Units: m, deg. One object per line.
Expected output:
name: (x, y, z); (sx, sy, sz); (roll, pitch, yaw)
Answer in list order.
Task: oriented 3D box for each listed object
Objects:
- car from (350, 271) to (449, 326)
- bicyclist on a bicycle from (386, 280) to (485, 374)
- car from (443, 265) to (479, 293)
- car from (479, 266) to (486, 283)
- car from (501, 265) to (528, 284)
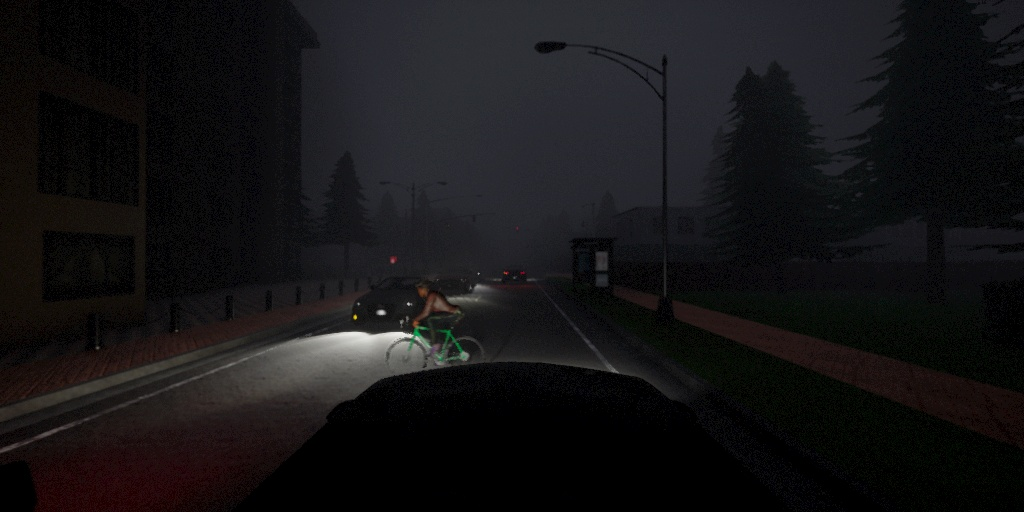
car: (-3.528, 1.360, 11.704); (1.994, 1.385, 4.181); (0, 0, 1)
bicyclist on a bicycle: (-1.279, 1.222, 5.922); (1.656, 1.620, 0.582); (-2, 0, 0)
car: (-3.381, 1.321, 21.928); (1.882, 1.535, 5.008); (0, 0, 1)
car: (-3.302, 1.482, 30.107); (1.895, 1.301, 4.718); (0, 0, 0)
car: (0.213, 1.399, 28.277); (1.812, 1.442, 4.674); (0, 0, 1)
